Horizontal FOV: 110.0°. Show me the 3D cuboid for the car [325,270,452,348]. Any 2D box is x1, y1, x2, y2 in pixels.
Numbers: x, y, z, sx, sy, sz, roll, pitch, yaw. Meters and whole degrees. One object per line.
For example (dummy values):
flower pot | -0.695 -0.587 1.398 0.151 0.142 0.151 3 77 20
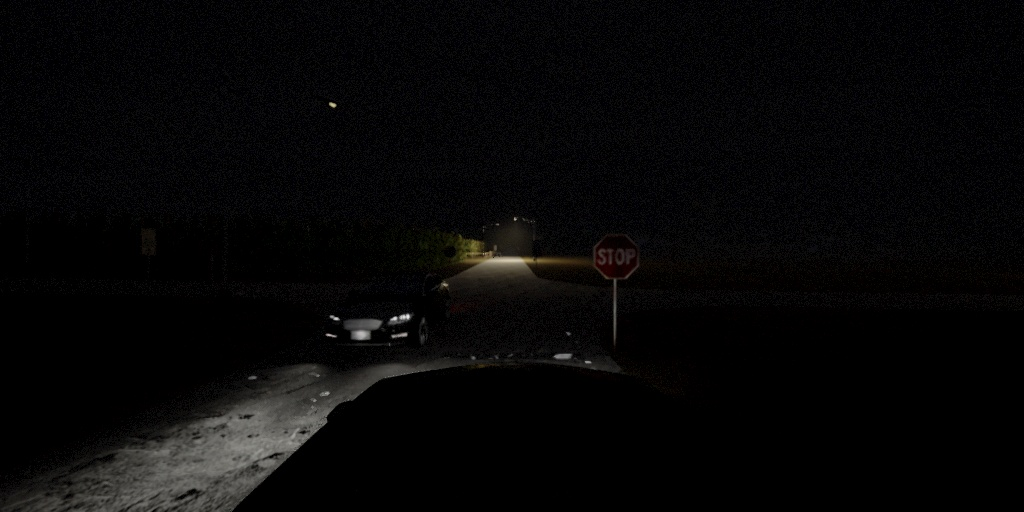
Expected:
car | -2.736 1.137 8.947 2.128 1.511 4.902 0 1 0
